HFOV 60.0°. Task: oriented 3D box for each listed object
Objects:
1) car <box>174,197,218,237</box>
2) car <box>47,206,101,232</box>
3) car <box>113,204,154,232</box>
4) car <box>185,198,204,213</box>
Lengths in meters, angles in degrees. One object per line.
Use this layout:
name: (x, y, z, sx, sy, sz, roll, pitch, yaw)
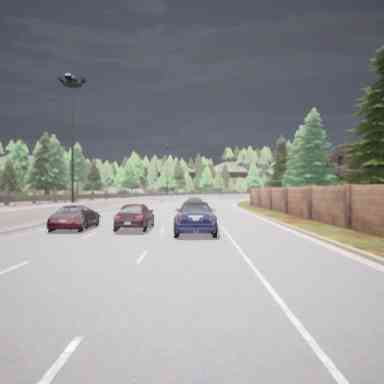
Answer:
car: (0.183, 1.285, 17.533, 2.097, 1.767, 4.553, 0, 0, 0)
car: (-6.806, 1.488, 19.529, 1.994, 1.385, 4.181, 0, 0, 0)
car: (-3.321, 1.451, 19.457, 1.812, 1.442, 4.674, 0, 0, 0)
car: (0.276, 1.366, 35.750, 1.837, 1.490, 4.892, 0, 0, 0)
